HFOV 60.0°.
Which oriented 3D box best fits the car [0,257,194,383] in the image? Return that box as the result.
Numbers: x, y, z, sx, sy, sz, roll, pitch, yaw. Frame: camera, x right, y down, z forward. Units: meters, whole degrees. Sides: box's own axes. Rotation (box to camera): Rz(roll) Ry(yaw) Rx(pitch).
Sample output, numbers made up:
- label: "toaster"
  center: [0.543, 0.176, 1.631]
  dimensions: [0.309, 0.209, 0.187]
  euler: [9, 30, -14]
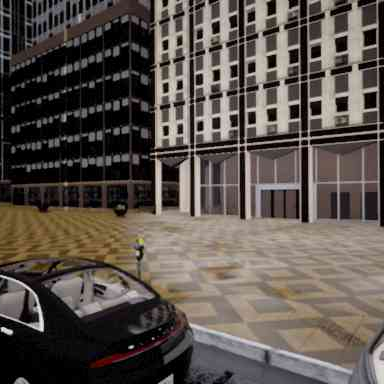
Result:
- label: "car"
  center: [-2.025, 1.546, 4.348]
  dimensions: [4.403, 1.369, 2.008]
  euler: [0, 0, 36]

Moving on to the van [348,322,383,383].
- label: "van"
  center: [2.591, 1.343, 1.022]
  dimensions: [3.998, 1.788, 1.690]
  euler: [0, 0, 36]
